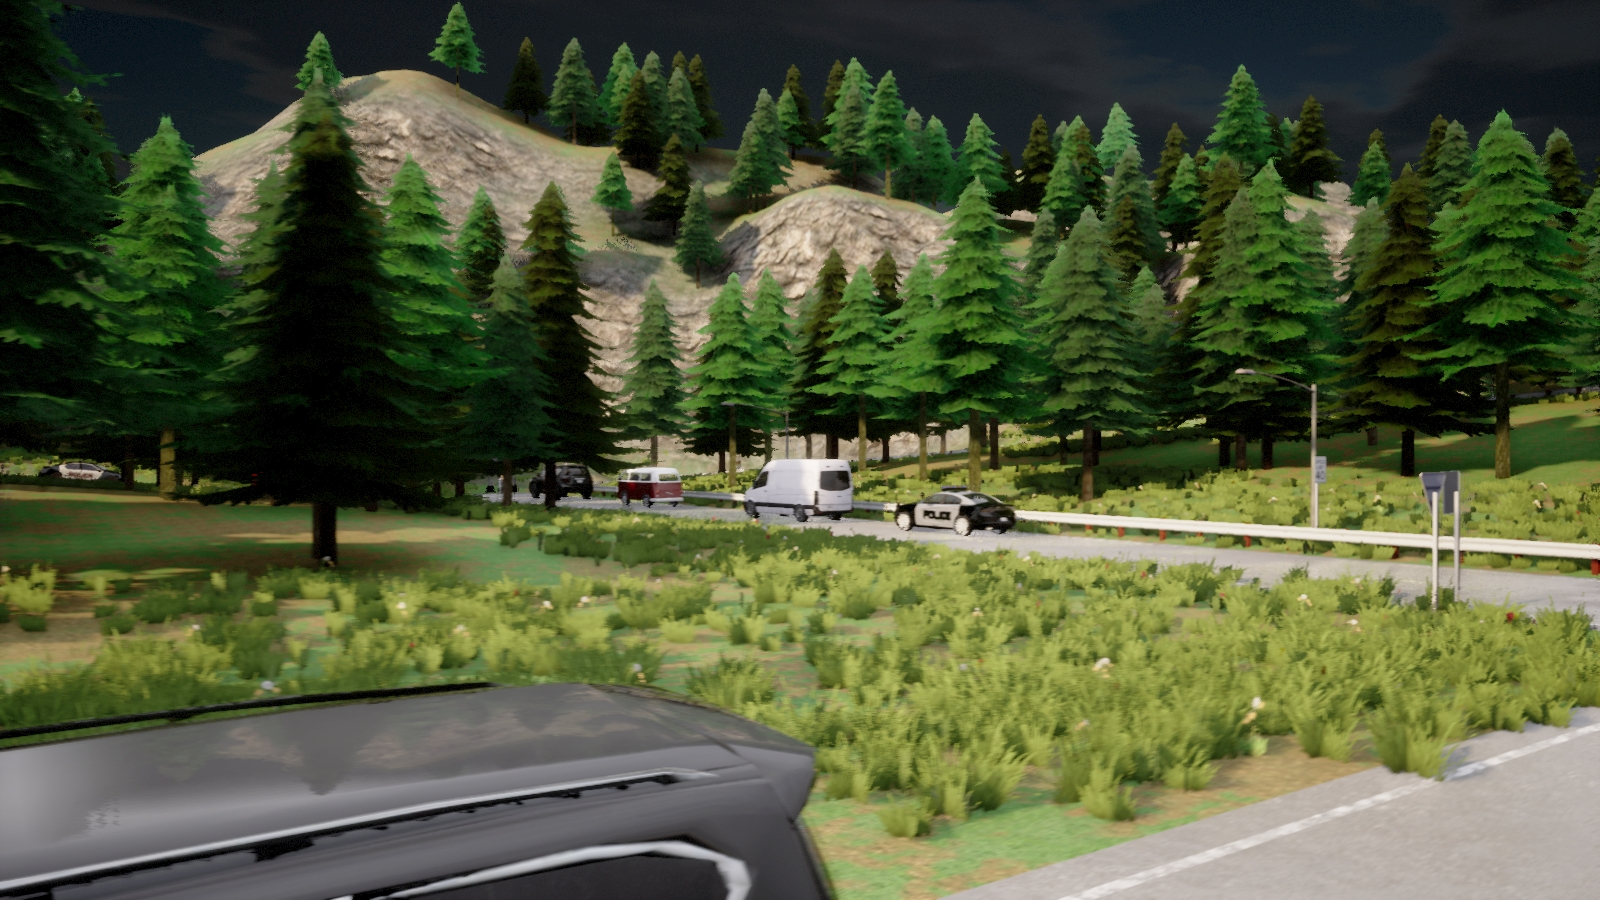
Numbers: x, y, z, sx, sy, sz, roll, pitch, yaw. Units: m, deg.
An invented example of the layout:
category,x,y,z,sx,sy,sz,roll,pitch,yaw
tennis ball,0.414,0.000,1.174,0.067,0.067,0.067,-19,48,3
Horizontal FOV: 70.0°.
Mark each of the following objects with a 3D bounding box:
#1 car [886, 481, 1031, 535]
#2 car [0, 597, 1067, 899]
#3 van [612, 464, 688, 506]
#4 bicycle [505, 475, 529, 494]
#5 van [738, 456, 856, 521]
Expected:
category,x,y,z,sx,sy,sz,roll,pitch,yaw
car,5.518,1.983,40.479,2.097,1.638,5.238,0,0,-35
car,-2.192,1.639,2.272,5.566,2.045,2.150,0,0,-35
van,-7.804,1.782,59.267,2.069,2.038,4.480,0,0,-35
bicycle,-18.131,2.208,73.188,0.859,1.176,1.487,-2,1,-44
van,-0.227,1.534,48.462,1.988,2.561,5.915,0,0,-35
